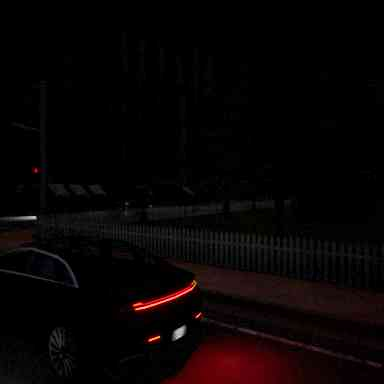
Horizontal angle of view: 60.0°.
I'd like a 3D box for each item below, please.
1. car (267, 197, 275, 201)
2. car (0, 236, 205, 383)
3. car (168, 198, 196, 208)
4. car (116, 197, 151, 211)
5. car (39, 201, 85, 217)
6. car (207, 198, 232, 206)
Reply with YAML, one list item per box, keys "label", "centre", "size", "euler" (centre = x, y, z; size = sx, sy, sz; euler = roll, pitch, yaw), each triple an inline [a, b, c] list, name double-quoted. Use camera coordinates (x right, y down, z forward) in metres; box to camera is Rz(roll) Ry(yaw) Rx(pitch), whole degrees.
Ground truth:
- label: "car"
  centre: [15.208, 1.547, 59.887]
  size: [2.033, 1.411, 5.357]
  euler: [0, 0, 34]
- label: "car"
  centre: [-2.118, 1.491, 5.451]
  size: [4.902, 1.511, 2.128]
  euler: [0, 0, 36]
- label: "car"
  centre: [-1.402, 1.600, 48.105]
  size: [1.895, 1.301, 4.718]
  euler: [0, 0, 34]
- label: "car"
  centre: [-6.960, 1.351, 39.885]
  size: [2.097, 1.767, 4.553]
  euler: [0, 0, 34]
- label: "car"
  centre: [-12.377, 1.563, 31.861]
  size: [1.994, 1.385, 4.181]
  euler: [0, 0, 34]
- label: "car"
  centre: [4.194, 1.600, 49.811]
  size: [1.895, 1.301, 4.718]
  euler: [0, 0, 34]
